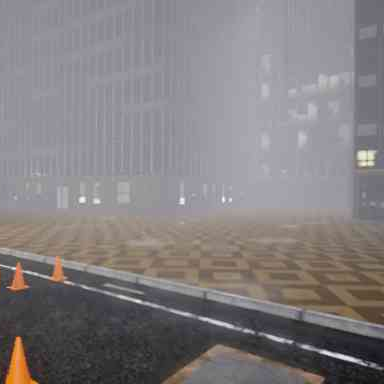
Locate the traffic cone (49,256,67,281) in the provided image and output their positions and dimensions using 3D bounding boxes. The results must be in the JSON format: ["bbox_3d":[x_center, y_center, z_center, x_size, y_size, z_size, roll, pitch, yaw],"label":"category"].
[{"bbox_3d":[-3.445,1.938,8.566,0.340,0.580,0.340,0,0,36],"label":"traffic cone"}]

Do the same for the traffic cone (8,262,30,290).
[{"bbox_3d":[-4.034,1.935,7.757,0.340,0.580,0.340,0,0,36],"label":"traffic cone"}]

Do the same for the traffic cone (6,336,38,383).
[{"bbox_3d":[-1.977,1.947,3.786,0.340,0.580,0.340,0,0,36],"label":"traffic cone"}]
